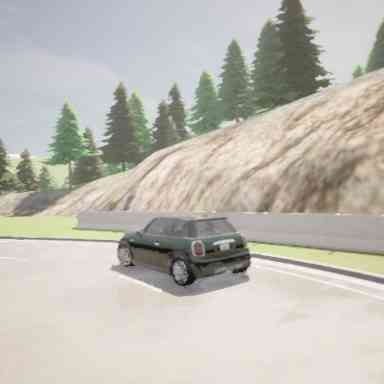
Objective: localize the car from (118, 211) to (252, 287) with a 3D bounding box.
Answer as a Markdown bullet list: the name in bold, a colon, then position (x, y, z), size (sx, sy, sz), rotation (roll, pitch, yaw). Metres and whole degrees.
- **car**: position (-0.469, 1.437, 9.937), size (2.097, 1.767, 4.553), rotation (-2, 0, -37)
